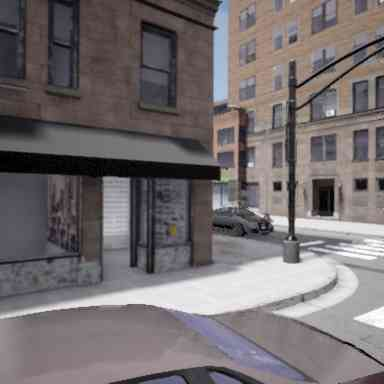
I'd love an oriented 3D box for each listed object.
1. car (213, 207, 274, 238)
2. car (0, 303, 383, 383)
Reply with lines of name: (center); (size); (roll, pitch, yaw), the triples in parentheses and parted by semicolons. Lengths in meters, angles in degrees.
car: (2.310, 1.526, 17.713); (1.994, 1.385, 4.181); (1, 0, -36)
car: (-1.015, 1.548, 1.867); (5.357, 1.411, 2.033); (0, 0, -29)
